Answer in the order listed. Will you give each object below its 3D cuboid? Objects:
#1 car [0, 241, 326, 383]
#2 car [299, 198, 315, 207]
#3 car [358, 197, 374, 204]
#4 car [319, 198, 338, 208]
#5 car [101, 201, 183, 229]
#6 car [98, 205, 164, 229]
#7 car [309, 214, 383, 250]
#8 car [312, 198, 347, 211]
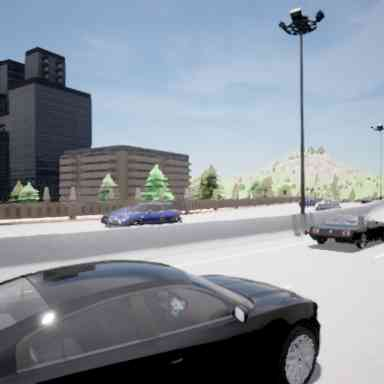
[{"bbox_3d":[-0.619,1.490,3.533,5.008,1.535,1.882,0,0,-37],"label":"car"},{"bbox_3d":[18.956,1.645,54.401,1.882,1.535,5.008,-1,0,33],"label":"car"},{"bbox_3d":[35.577,1.682,67.258,2.033,1.411,5.357,-1,0,33],"label":"car"},{"bbox_3d":[21.080,1.663,51.245,1.812,1.442,4.674,-1,0,33],"label":"car"},{"bbox_3d":[-2.786,1.429,20.089,4.553,1.767,2.097,0,0,-43],"label":"car"},{"bbox_3d":[-4.254,1.661,23.470,4.181,1.385,1.994,0,0,-43],"label":"car"},{"bbox_3d":[7.107,1.621,14.661,4.718,1.301,1.895,0,0,-44],"label":"car"},{"bbox_3d":[14.262,1.648,34.373,1.994,1.385,4.181,-1,0,35],"label":"car"}]
